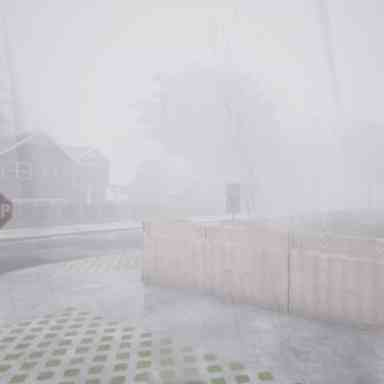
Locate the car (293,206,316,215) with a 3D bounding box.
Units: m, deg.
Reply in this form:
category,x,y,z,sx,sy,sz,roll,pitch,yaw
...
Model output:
category,x,y,z,sx,sy,sz,roll,pitch,yaw
car,15.550,2.638,45.856,1.994,1.385,4.181,1,-1,36
